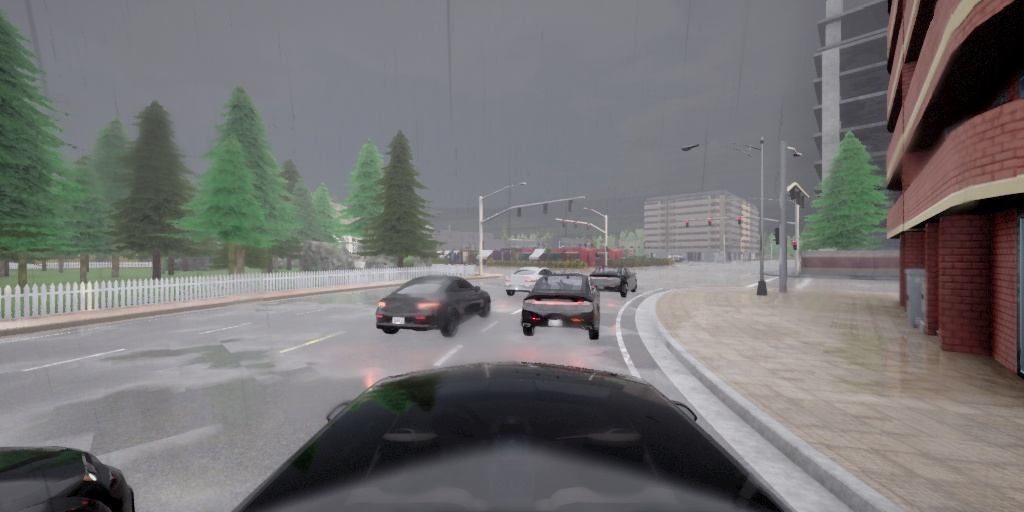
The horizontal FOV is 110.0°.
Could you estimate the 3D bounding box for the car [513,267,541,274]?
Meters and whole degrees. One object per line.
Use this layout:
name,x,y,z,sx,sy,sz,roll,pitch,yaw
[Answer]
car,1.227,1.276,18.757,1.812,1.442,4.674,0,0,26

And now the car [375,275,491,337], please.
car,-2.007,1.276,10.252,1.812,1.442,4.674,0,0,13

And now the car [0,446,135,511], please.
car,-3.170,1.314,0.344,1.994,1.385,4.181,0,0,-2

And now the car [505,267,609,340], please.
car,1.540,1.242,10.128,2.128,1.511,4.902,0,0,14

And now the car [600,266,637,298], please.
car,5.304,1.241,18.753,2.128,1.511,4.902,0,0,28
